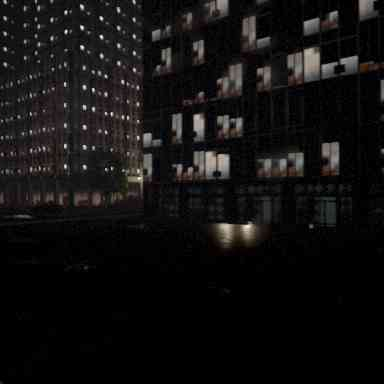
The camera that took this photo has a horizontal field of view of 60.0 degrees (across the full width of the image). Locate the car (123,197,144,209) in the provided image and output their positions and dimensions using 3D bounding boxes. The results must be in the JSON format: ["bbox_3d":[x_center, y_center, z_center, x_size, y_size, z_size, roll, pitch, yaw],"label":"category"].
[{"bbox_3d":[-9.649,1.642,50.615,2.192,1.841,5.009,-1,-1,35],"label":"car"}]

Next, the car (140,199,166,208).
[{"bbox_3d":[-6.418,1.913,55.306,1.947,1.339,4.313,-1,-1,35],"label":"car"}]

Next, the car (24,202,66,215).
[{"bbox_3d":[-16.124,1.810,36.630,1.994,1.385,4.181,-1,-1,34],"label":"car"}]

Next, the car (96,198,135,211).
[{"bbox_3d":[-10.458,1.888,44.851,1.895,1.301,4.718,-1,0,35],"label":"car"}]
